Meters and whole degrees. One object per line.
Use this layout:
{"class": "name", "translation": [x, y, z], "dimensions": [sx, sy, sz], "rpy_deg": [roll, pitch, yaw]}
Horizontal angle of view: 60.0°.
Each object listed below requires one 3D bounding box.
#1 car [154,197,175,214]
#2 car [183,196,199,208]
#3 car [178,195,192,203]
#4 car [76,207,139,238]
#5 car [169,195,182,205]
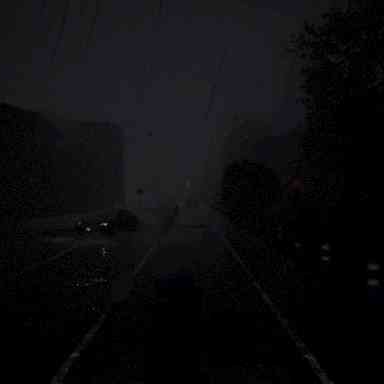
{"class": "car", "translation": [-3.386, 1.750, 39.592], "dimensions": [1.882, 1.535, 5.008], "rpy_deg": [0, 0, 0]}
{"class": "car", "translation": [-0.018, 1.726, 54.842], "dimensions": [2.097, 1.767, 4.553], "rpy_deg": [0, 0, -1]}
{"class": "car", "translation": [-1.673, 1.606, 73.385], "dimensions": [1.882, 1.535, 5.008], "rpy_deg": [-2, 1, -16]}
{"class": "car", "translation": [-4.429, 1.573, 18.310], "dimensions": [1.812, 1.442, 4.674], "rpy_deg": [2, -1, 14]}
{"class": "car", "translation": [-3.507, 1.588, 61.887], "dimensions": [2.150, 2.045, 5.566], "rpy_deg": [0, 0, -3]}
